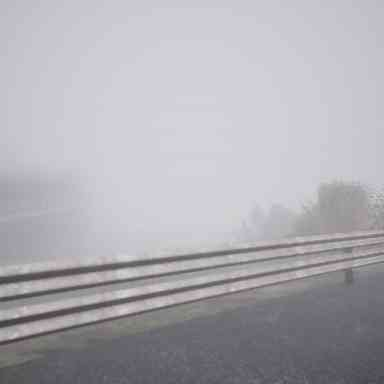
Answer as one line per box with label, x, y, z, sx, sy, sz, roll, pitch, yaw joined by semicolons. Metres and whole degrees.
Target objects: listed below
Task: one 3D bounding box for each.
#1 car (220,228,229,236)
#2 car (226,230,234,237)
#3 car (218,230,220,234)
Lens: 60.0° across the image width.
car;9.228;8.892;70.791;4.892;1.490;1.837;-1;1;-17
car;10.239;8.945;67.442;5.357;1.411;2.033;-1;1;-17
car;8.197;8.900;74.136;4.902;1.511;2.128;-1;1;-17
